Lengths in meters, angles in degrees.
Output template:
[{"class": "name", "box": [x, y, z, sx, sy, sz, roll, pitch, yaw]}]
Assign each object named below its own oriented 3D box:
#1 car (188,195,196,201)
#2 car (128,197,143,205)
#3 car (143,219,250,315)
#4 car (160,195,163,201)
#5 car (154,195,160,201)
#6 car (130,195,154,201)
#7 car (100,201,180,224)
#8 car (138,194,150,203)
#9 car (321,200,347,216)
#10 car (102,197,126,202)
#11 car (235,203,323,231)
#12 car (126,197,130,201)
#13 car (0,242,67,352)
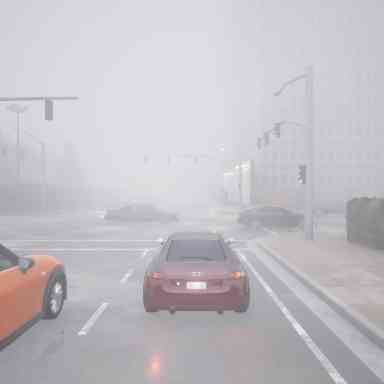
[{"class": "car", "box": [0.110, 1.552, 84.594, 1.994, 1.385, 4.181, 0, 0, 0]}, {"class": "car", "box": [-10.476, 1.601, 61.959, 1.895, 1.301, 4.718, 0, 0, 0]}, {"class": "car", "box": [0.087, 1.564, 7.680, 1.994, 1.385, 4.181, 0, 0, 0]}, {"class": "car", "box": [-6.939, 1.352, 66.130, 2.097, 1.767, 4.553, 0, 0, 1]}, {"class": "car", "box": [-7.009, 1.505, 56.052, 1.837, 1.490, 4.892, 0, 0, 0]}, {"class": "car", "box": [-7.024, 1.352, 47.109, 2.097, 1.767, 4.553, 0, 0, 0]}, {"class": "car", "box": [-3.563, 1.577, 24.215, 5.357, 1.411, 2.033, 0, 0, 0]}, {"class": "car", "box": [-10.406, 1.355, 72.289, 2.097, 1.767, 4.553, 0, 0, 0]}, {"class": "car", "box": [13.134, 1.547, 31.430, 4.902, 1.511, 2.128, 0, 0, 0]}, {"class": "car", "box": [-10.546, 1.491, 43.510, 2.128, 1.511, 4.902, 0, 0, 1]}, {"class": "car", "box": [5.186, 1.551, 20.724, 4.892, 1.490, 1.837, 0, 0, 0]}, {"class": "car", "box": [-10.521, 1.477, 52.659, 1.882, 1.535, 5.008, 0, 0, 0]}, {"class": "car", "box": [-3.434, 1.352, 4.506, 2.097, 1.767, 4.553, 0, 0, 1]}]
